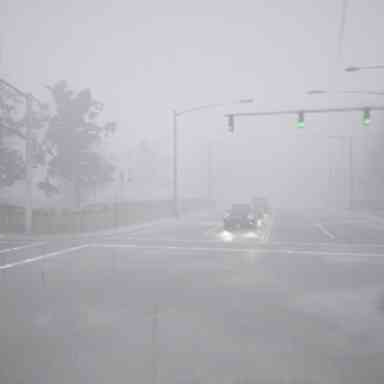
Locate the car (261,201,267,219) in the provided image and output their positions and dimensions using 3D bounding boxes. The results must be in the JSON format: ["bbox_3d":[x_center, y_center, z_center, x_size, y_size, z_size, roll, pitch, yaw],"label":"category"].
[{"bbox_3d":[6.122,1.897,33.304,1.994,1.385,4.181,0,-1,15],"label":"car"}]

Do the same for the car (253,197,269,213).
[{"bbox_3d":[8.884,1.637,43.610,2.150,2.045,5.566,0,-1,15],"label":"car"}]

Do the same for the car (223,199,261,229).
[{"bbox_3d":[3.554,1.609,23.701,2.097,1.767,4.553,0,-1,15],"label":"car"}]
